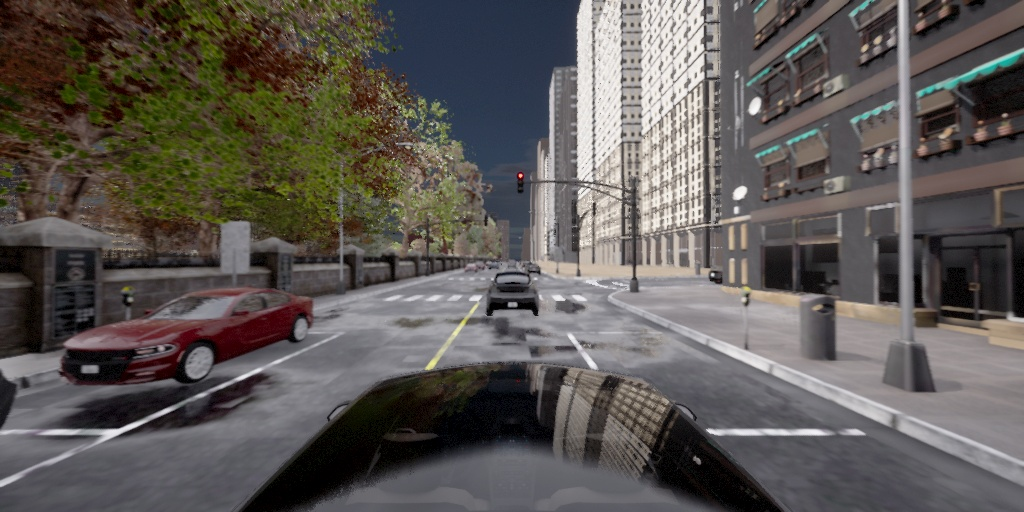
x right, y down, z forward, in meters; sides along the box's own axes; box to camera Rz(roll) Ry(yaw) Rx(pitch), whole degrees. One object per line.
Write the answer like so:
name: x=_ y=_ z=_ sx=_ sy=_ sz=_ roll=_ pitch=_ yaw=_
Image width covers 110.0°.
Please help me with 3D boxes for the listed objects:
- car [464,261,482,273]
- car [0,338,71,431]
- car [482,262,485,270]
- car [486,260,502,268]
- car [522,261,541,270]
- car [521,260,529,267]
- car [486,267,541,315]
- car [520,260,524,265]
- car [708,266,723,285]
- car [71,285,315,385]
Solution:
car: x=-5.698 y=1.699 z=50.737 sx=1.802 sy=1.307 sz=4.207 roll=0 pitch=0 yaw=0
car: x=-5.769 y=1.300 z=1.648 sx=2.007 sy=1.370 sz=4.403 roll=0 pitch=0 yaw=0
car: x=-5.699 y=1.647 z=62.002 sx=1.967 sy=1.591 sz=4.097 roll=0 pitch=0 yaw=0
car: x=-3.044 y=1.750 z=61.391 sx=2.033 sy=1.411 sz=5.357 roll=0 pitch=0 yaw=1
car: x=2.683 y=1.639 z=45.106 sx=1.948 sy=1.339 sz=4.313 roll=0 pitch=0 yaw=0
car: x=2.683 y=1.683 z=50.739 sx=1.948 sy=1.339 sz=4.313 roll=0 pitch=0 yaw=0
car: x=0.039 y=1.342 z=13.955 sx=1.837 sy=1.490 sz=4.892 roll=0 pitch=0 yaw=0
car: x=2.682 y=1.728 z=56.371 sx=1.948 sy=1.339 sz=4.313 roll=0 pitch=0 yaw=0
car: x=14.682 y=1.175 z=22.528 sx=4.313 sy=1.339 sz=1.948 roll=0 pitch=0 yaw=0
car: x=-5.821 y=1.334 z=7.188 sx=1.888 sy=1.381 sz=4.507 roll=0 pitch=0 yaw=0
